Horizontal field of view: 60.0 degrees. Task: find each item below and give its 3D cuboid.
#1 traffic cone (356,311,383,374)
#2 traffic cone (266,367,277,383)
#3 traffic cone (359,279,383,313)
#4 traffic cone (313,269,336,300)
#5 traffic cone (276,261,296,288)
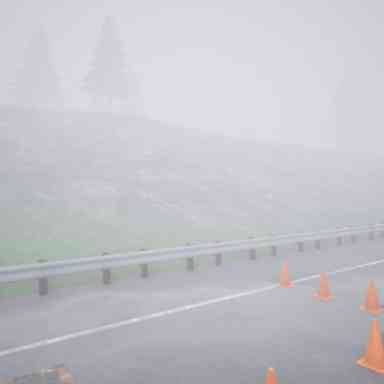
[{"bbox_3d":[2.371,1.941,4.299,0.340,0.580,0.340,0,0,-36],"label":"traffic cone"},{"bbox_3d":[0.752,1.949,3.125,0.340,0.580,0.340,0,0,-36],"label":"traffic cone"},{"bbox_3d":[3.403,1.935,6.283,0.340,0.580,0.340,0,0,-36],"label":"traffic cone"},{"bbox_3d":[2.816,1.936,7.092,0.340,0.580,0.340,0,0,-36],"label":"traffic cone"},{"bbox_3d":[2.228,1.937,7.902,0.340,0.580,0.340,0,0,-36],"label":"traffic cone"}]
